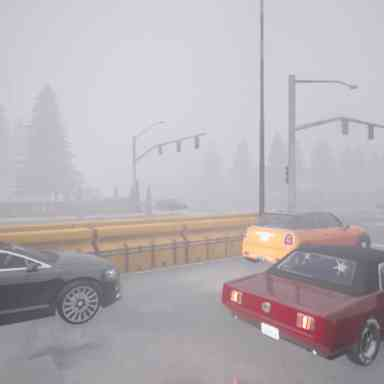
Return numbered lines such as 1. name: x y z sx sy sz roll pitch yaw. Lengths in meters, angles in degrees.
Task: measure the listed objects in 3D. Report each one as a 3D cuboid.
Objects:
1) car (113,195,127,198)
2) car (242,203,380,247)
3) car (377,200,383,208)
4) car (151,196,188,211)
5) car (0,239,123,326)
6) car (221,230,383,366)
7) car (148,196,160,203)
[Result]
1. car: -11.797 1.185 54.427 1.882 1.535 5.008 0 0 -36
2. car: 3.815 1.348 10.781 4.553 1.767 2.097 0 0 -36
3. car: 26.666 1.526 44.579 5.357 1.411 2.033 0 0 -36
4. car: -2.629 1.537 41.570 2.033 1.411 5.357 0 0 -36
5. car: -3.597 1.491 5.472 4.902 1.511 2.128 0 0 -36
6. car: 2.868 1.598 5.800 4.718 1.301 1.895 0 0 -36
7. car: -8.038 1.498 70.183 2.033 1.411 5.357 0 0 -2
